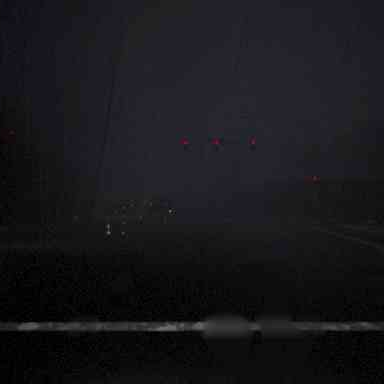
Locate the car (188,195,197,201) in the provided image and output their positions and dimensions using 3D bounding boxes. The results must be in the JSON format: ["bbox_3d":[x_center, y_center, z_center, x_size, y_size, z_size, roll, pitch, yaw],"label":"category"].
[{"bbox_3d":[0.059,1.352,74.192,1.994,1.385,4.181,0,0,0],"label":"car"}]

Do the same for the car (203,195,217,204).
[{"bbox_3d":[3.551,1.299,64.050,2.097,1.767,4.553,0,0,0],"label":"car"}]

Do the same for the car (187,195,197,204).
[{"bbox_3d":[0.051,1.452,64.083,1.837,1.490,4.892,0,0,0],"label":"car"}]

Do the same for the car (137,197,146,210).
[{"bbox_3d":[-7.058,1.442,43.035,1.882,1.535,5.008,0,0,0],"label":"car"}]

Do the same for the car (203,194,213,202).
[{"bbox_3d":[3.559,1.325,74.189,2.128,1.511,4.902,0,0,0],"label":"car"}]

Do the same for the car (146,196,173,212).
[{"bbox_3d":[-3.558,1.321,37.304,2.097,1.767,4.553,0,0,0],"label":"car"}]

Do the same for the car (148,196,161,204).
[{"bbox_3d":[-6.984,1.455,62.851,1.837,1.490,4.892,0,-1,1],"label":"car"}]

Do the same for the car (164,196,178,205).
[{"bbox_3d":[-3.531,1.441,57.029,2.128,1.511,4.902,0,0,0],"label":"car"}]

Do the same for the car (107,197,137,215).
[{"bbox_3d":[-7.067,1.498,33.211,1.812,1.442,4.674,0,0,0],"label":"car"}]

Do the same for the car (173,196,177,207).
[{"bbox_3d":[-3.556,1.526,45.955,1.994,1.385,4.181,0,0,0],"label":"car"}]
